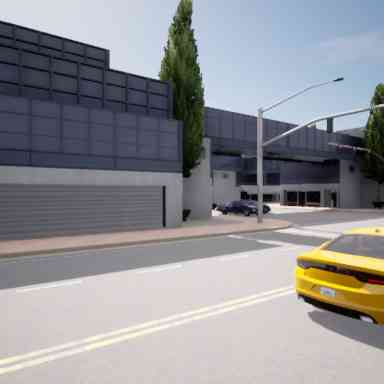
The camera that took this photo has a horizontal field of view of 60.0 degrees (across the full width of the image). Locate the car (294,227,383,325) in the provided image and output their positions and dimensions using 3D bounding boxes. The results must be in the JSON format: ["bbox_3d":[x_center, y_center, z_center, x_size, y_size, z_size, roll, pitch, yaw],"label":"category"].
[{"bbox_3d":[4.221,1.475,6.855,5.008,1.535,1.882,0,0,-36],"label":"car"}]

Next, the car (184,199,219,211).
[{"bbox_3d":[1.140,1.593,42.599,1.895,1.301,4.718,0,0,-37],"label":"car"}]

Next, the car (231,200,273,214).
[{"bbox_3d":[6.374,1.556,35.615,1.994,1.385,4.181,0,0,-37],"label":"car"}]

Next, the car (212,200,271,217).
[{"bbox_3d":[4.650,1.541,32.080,2.033,1.411,5.357,0,0,-37],"label":"car"}]
